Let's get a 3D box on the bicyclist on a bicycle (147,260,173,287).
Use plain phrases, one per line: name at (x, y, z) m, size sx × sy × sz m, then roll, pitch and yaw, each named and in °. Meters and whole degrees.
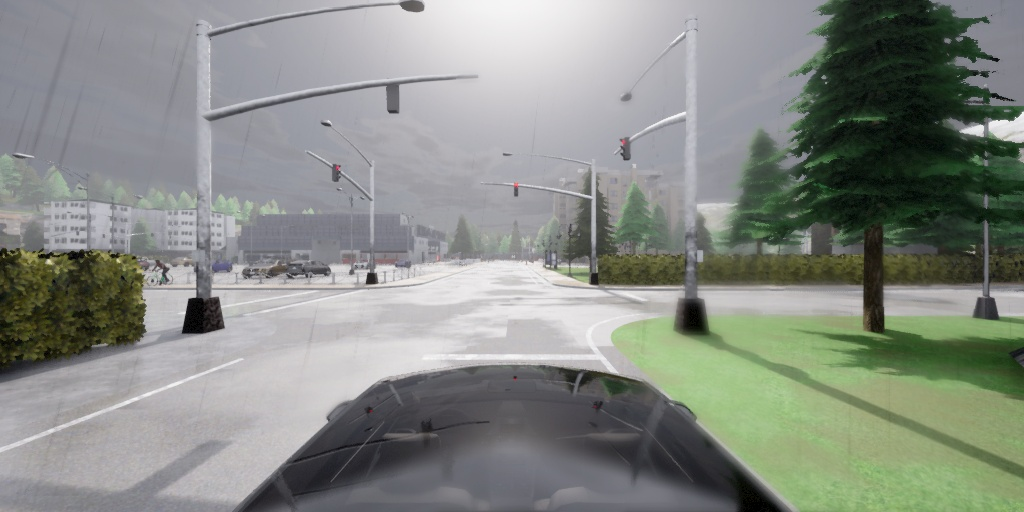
bicyclist on a bicycle at (-21.759, 1.051, 22.176) m, size 0.582 × 1.620 × 1.656 m, roll 0°, pitch 0°, yaw 1°
